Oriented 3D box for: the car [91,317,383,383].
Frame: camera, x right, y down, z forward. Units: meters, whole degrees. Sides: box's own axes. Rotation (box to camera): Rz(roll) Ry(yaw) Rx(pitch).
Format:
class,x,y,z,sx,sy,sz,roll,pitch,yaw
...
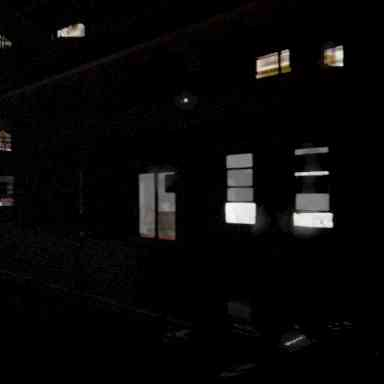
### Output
class,x,y,z,sx,sy,sz,roll,pitch,yaw
car,1.227,1.544,2.012,4.507,1.381,1.887,0,-1,36
